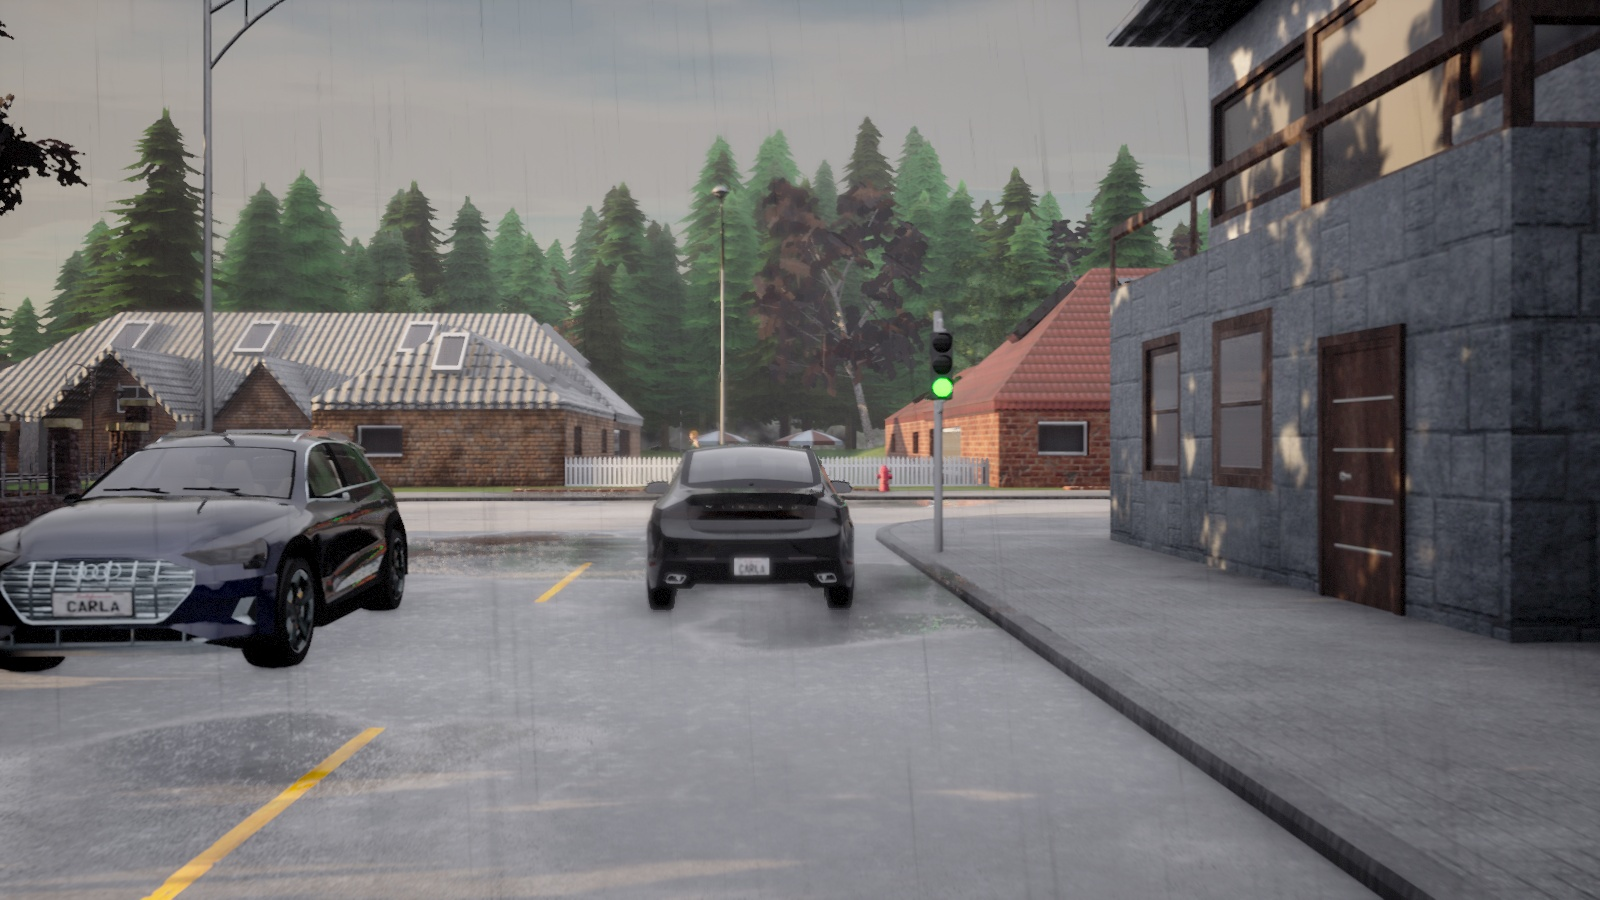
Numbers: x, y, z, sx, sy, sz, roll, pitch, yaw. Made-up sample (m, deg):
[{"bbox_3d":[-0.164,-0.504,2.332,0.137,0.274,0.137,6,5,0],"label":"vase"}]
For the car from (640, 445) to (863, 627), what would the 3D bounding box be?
[{"bbox_3d":[-0.512,0.701,12.798,1.837,1.490,4.892,0,0,-3],"label":"car"}]

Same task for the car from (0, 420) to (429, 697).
[{"bbox_3d":[-4.466,0.635,9.917,2.033,1.649,4.856,0,0,-5],"label":"car"}]
